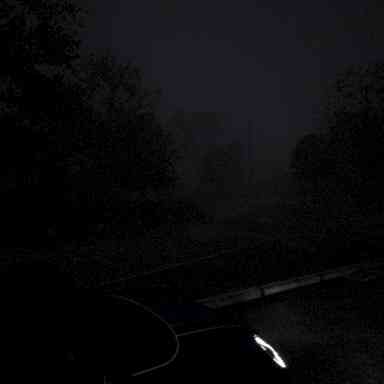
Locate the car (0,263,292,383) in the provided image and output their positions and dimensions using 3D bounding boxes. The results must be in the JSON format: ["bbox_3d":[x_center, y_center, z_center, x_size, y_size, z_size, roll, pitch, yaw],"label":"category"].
[{"bbox_3d":[-1.330,1.351,2.359,4.553,1.767,2.097,0,0,-35],"label":"car"}]
